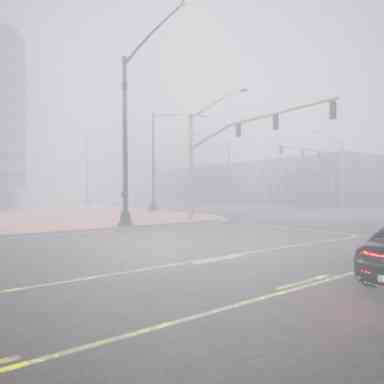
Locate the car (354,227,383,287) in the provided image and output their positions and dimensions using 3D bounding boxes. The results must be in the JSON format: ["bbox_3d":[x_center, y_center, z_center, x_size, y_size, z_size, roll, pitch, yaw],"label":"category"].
[{"bbox_3d":[5.748,1.439,7.857,4.892,1.490,1.837,0,0,-35],"label":"car"}]
